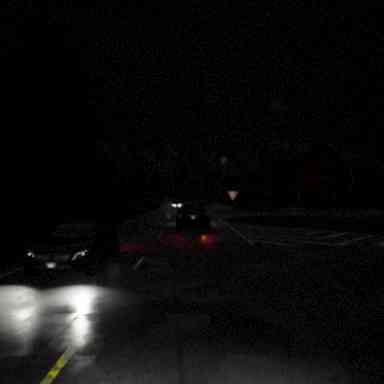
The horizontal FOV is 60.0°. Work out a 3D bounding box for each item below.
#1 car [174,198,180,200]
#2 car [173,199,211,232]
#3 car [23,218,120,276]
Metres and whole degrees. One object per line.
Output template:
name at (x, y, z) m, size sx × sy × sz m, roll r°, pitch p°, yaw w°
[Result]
car at (-3.507, 2.230, 79.384) m, size 2.128 × 1.511 × 4.902 m, roll 0°, pitch -1°, yaw 0°
car at (0.076, 1.546, 21.634) m, size 2.097 × 1.767 × 4.553 m, roll 0°, pitch 0°, yaw 0°
car at (-3.591, 1.623, 10.804) m, size 1.812 × 1.442 × 4.674 m, roll 0°, pitch -1°, yaw 0°
